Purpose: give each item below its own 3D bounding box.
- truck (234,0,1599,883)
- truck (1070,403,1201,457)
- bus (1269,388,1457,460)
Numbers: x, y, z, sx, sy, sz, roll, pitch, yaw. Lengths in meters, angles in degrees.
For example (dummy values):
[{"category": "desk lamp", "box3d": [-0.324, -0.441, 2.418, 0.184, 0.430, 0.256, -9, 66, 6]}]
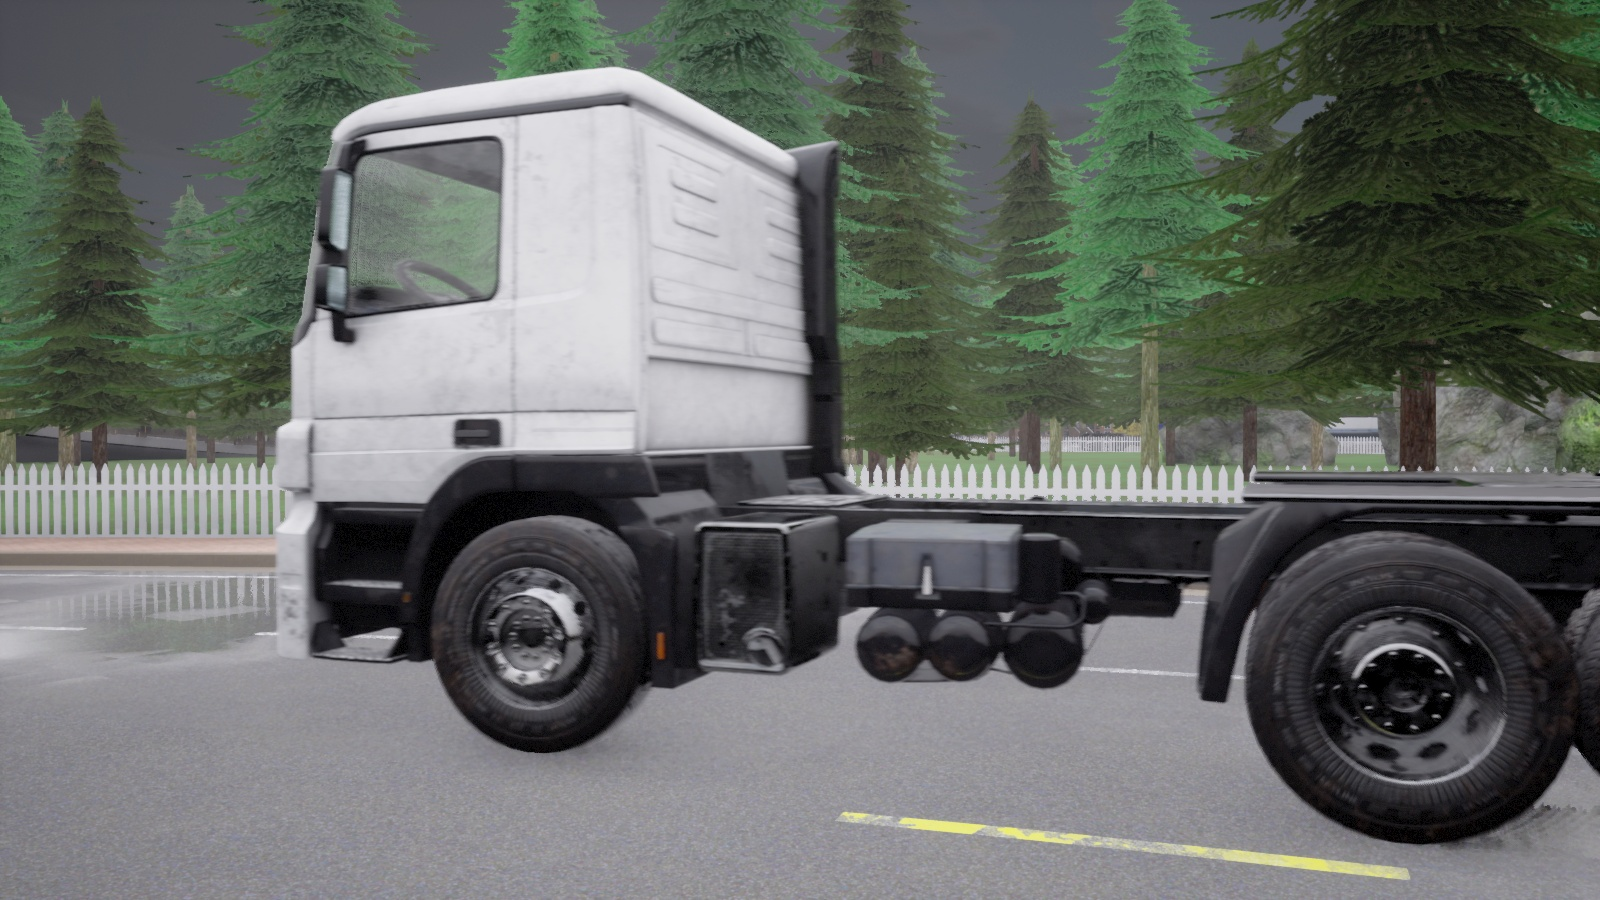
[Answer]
[{"category": "truck", "box3d": [1.263, -0.255, 6.508, 7.936, 3.462, 2.891, 1, 1, 21]}, {"category": "truck", "box3d": [22.241, -1.352, 83.439, 7.936, 3.462, 2.891, 1, 1, 33]}, {"category": "bus", "box3d": [35.381, -1.628, 79.101, 10.273, 4.253, 3.944, 1, 1, 33]}]
